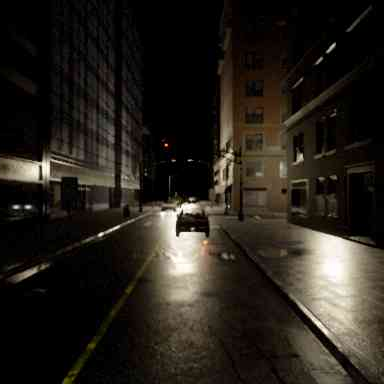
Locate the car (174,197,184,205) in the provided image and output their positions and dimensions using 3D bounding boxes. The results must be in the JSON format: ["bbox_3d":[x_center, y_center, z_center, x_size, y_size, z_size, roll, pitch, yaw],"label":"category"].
[{"bbox_3d":[-2.963,1.994,75.181,2.097,1.767,4.553,0,0,0],"label":"car"}]

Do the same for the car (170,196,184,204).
[{"bbox_3d":[-3.008,1.736,60.065,2.150,2.045,5.566,0,0,1],"label":"car"}]

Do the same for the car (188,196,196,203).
[{"bbox_3d":[0.042,1.917,86.013,2.097,1.767,4.553,0,0,0],"label":"car"}]

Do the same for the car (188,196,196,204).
[{"bbox_3d":[0.037,2.160,75.621,2.128,1.511,4.902,0,0,0],"label":"car"}]

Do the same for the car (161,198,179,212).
[{"bbox_3d":[-3.072,1.916,44.945,1.812,1.442,4.674,0,0,0],"label":"car"}]

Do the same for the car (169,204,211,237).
[{"bbox_3d":[0.056,1.666,19.126,2.128,1.511,4.902,0,-1,1],"label":"car"}]
